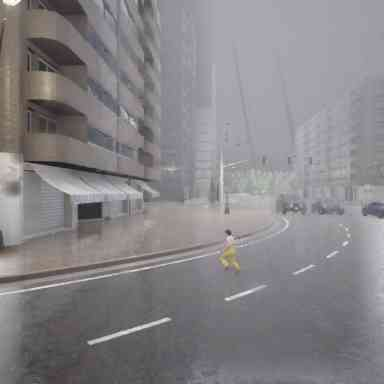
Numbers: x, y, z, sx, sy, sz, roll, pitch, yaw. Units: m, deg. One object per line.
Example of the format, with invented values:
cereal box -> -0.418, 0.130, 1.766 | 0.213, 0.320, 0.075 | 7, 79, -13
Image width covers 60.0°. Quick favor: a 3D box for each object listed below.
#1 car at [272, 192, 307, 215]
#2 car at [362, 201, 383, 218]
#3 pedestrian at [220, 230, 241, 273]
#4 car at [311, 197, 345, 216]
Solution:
car -> 9.995, 1.206, 33.904 | 2.150, 2.045, 5.566 | 0, 0, 4
car -> 16.853, 1.526, 29.488 | 1.812, 1.442, 4.674 | 0, 0, 3
pedestrian -> 1.060, 1.574, 9.173 | 0.375, 1.300, 0.375 | 0, 0, 43
car -> 13.426, 1.350, 33.073 | 2.097, 1.767, 4.553 | 0, 0, 5
